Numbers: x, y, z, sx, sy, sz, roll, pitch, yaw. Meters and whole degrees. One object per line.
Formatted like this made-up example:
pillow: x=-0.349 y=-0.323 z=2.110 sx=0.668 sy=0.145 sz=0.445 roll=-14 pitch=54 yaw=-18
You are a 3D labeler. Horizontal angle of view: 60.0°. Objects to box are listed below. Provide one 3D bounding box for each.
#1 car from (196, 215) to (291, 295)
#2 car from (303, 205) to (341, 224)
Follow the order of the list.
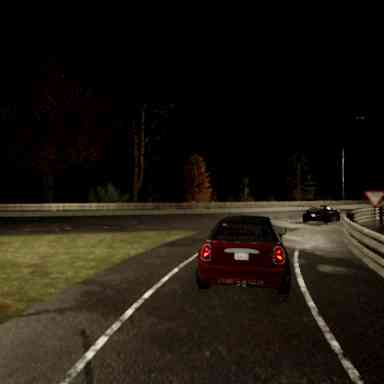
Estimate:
car: x=1.533 y=1.423 z=9.237 sx=2.097 sy=1.767 sz=4.553 roll=0 pitch=0 yaw=13
car: x=10.648 y=1.785 z=27.173 sx=1.994 sy=1.385 sz=4.181 roll=0 pitch=-1 yaw=40
